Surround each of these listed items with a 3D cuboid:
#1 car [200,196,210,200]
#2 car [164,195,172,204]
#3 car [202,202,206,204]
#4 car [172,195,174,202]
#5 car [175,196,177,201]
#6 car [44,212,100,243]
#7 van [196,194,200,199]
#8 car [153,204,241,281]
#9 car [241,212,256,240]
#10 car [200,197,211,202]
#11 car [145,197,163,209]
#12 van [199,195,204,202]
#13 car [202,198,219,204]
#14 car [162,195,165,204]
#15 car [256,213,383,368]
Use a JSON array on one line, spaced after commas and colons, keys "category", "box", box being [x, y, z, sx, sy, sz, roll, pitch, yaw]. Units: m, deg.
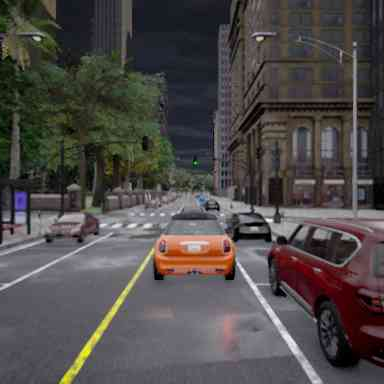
[{"category": "car", "box": [2.642, 1.802, 54.069, 1.752, 1.417, 4.829, 0, 0, 0]}, {"category": "car", "box": [-5.920, 1.790, 70.160, 1.967, 1.590, 4.097, 0, 0, 0]}, {"category": "car", "box": [0.040, 1.770, 27.251, 1.895, 1.301, 4.718, 0, 0, 0]}, {"category": "car", "box": [-5.933, 1.688, 75.581, 2.192, 1.841, 5.009, 0, 0, 0]}, {"category": "car", "box": [-5.969, 1.754, 91.842, 2.192, 1.841, 5.009, 0, 0, 0]}, {"category": "car", "box": [-5.800, 1.672, 16.620, 1.802, 1.307, 4.206, 0, 0, 0]}, {"category": "van", "box": [2.580, 1.736, 81.001, 1.690, 1.788, 3.998, 0, 0, 0]}, {"category": "car", "box": [0.064, 1.407, 10.217, 2.097, 1.767, 4.553, 0, 0, 0]}, {"category": "car", "box": [2.726, 1.656, 16.622, 1.947, 1.339, 4.313, 0, 0, 0]}, {"category": "car", "box": [2.654, 1.815, 48.478, 1.947, 1.339, 4.313, 0, 0, 0]}, {"category": "car", "box": [-5.871, 1.801, 48.479, 2.008, 1.369, 4.403, 0, 0, 0]}, {"category": "van", "box": [2.629, 1.642, 59.320, 1.690, 1.788, 3.998, 0, 0, 0]}, {"category": "car", "box": [2.666, 1.789, 43.058, 1.947, 1.339, 4.313, 0, 0, 0]}, {"category": "car", "box": [-5.884, 1.716, 53.899, 1.967, 1.590, 4.097, 0, 0, 0]}, {"category": "car", "box": [2.749, 1.347, 5.772, 2.192, 1.841, 5.009, 0, 0, 0]}]
